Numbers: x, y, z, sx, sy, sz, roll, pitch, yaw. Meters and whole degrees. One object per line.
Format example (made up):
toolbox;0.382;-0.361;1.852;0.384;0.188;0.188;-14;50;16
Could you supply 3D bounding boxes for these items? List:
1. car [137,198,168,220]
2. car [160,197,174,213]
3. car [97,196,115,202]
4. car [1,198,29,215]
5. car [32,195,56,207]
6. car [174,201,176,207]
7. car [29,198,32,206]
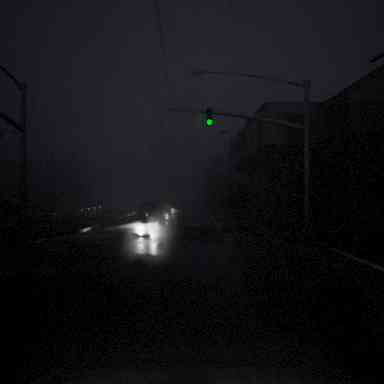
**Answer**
car;-3.558;1.549;28.787;2.128;1.511;4.902;0;0;0
car;-3.546;1.429;38.640;2.097;1.767;4.553;0;0;0
car;-22.086;1.846;85.517;4.611;1.667;2.242;0;0;0
car;-18.882;1.561;33.644;2.007;1.523;4.514;0;0;0
car;-22.570;1.376;51.517;1.905;1.878;3.866;0;0;0
car;-3.498;1.699;49.508;1.895;1.301;4.718;0;0;1
car;-25.895;1.662;52.121;1.970;1.475;3.806;0;0;0
